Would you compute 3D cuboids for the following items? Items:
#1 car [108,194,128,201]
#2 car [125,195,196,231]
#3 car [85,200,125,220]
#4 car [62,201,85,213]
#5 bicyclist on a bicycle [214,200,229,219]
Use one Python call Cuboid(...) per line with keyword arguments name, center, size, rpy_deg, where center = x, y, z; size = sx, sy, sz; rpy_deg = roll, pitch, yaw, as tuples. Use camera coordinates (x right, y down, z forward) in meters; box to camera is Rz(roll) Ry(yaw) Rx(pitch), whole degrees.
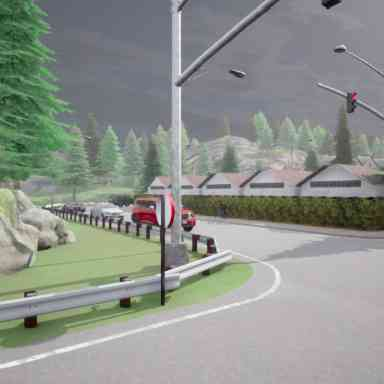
Cuboid(name="car", center=(-10.940, 1.398, 53.205), size=(2.150, 2.045, 5.566), rpy_deg=(0, 0, 33))
Cuboid(name="car", center=(-2.017, 1.413, 21.551), size=(2.150, 2.045, 5.566), rpy_deg=(0, 0, -35))
Cuboid(name="car", center=(-7.621, 1.717, 29.567), size=(1.812, 1.442, 4.674), rpy_deg=(0, 0, -35))
Cuboid(name="car", center=(-13.853, 1.753, 38.948), size=(1.994, 1.385, 4.181), rpy_deg=(0, 0, -31))
Cuboid(name="bicyclist on a bicycle", center=(2.537, 1.494, 28.097), size=(1.656, 1.620, 0.582), rpy_deg=(0, 0, -35))
